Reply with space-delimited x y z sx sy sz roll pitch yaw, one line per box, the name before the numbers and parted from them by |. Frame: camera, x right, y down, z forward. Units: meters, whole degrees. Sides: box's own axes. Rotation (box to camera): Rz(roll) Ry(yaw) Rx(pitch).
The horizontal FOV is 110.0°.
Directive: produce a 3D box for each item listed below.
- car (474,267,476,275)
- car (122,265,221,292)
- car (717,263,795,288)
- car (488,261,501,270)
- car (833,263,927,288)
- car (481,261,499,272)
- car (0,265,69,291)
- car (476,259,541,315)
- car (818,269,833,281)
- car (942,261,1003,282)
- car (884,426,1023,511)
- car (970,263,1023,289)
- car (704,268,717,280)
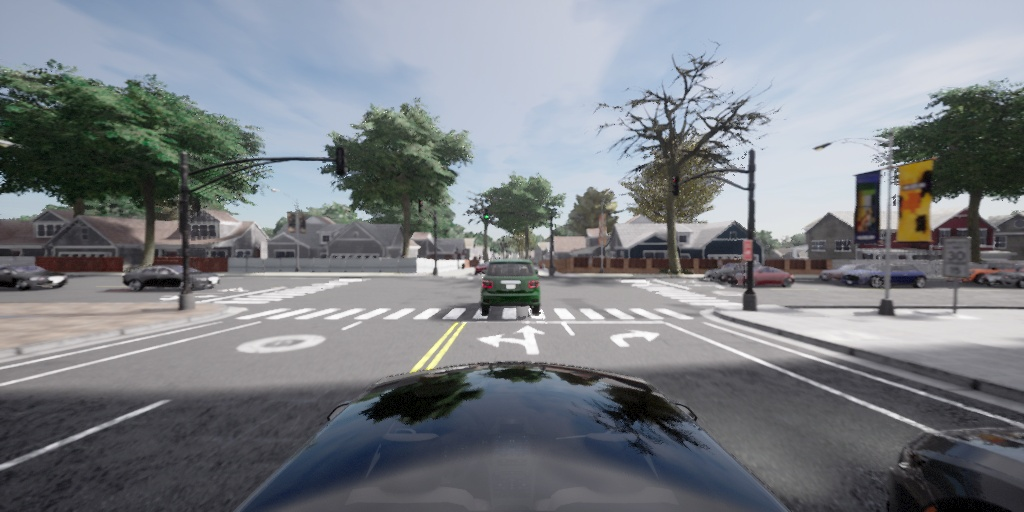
car | -3.125 1.476 40.311 1.895 1.301 4.718 0 -1 1
car | -20.595 1.313 21.818 4.902 1.511 2.128 0 1 -2
car | 17.262 1.440 25.171 4.181 1.385 1.994 0 1 0
car | -2.847 1.573 59.834 1.837 1.490 4.892 0 -1 1
car | 25.921 1.270 25.144 4.553 1.767 2.097 0 1 0
car | -2.994 1.459 50.240 2.128 1.511 4.902 0 -1 1
car | -30.155 1.286 21.853 4.902 1.511 2.128 0 1 0
car | -0.072 1.151 14.711 2.150 2.045 5.566 0 0 -1
car | 27.068 1.368 28.398 4.674 1.442 1.812 0 1 0
car | 37.228 1.255 28.352 4.553 1.767 2.097 0 1 1
car | 3.251 1.234 0.192 1.837 1.490 4.892 0 -1 0
car | 36.121 1.468 25.115 4.902 1.511 2.128 0 1 0
car | 17.866 1.289 28.419 4.902 1.511 2.128 0 1 0
